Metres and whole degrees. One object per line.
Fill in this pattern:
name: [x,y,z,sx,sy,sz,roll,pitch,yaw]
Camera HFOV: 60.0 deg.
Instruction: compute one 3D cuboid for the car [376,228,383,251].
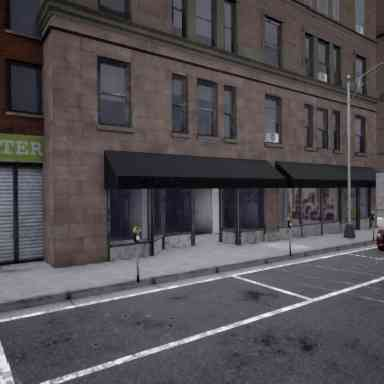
car: [8.866,1.540,12.865,4.507,1.381,1.887,0,-1,-35]
